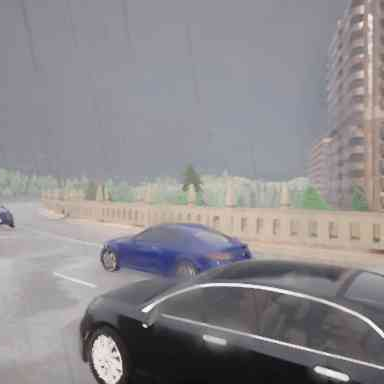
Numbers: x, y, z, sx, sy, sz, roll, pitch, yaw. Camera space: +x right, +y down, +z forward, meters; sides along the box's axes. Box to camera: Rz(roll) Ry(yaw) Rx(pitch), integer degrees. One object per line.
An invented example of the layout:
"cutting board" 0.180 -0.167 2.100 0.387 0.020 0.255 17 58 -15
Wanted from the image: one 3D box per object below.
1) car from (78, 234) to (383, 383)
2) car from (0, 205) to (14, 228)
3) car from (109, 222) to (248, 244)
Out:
"car" 0.754 1.523 3.617 4.892 1.490 1.837 0 0 36
"car" -13.095 1.585 21.928 1.812 1.442 4.674 0 0 -39
"car" -0.563 1.562 9.088 4.674 1.442 1.812 0 0 39
